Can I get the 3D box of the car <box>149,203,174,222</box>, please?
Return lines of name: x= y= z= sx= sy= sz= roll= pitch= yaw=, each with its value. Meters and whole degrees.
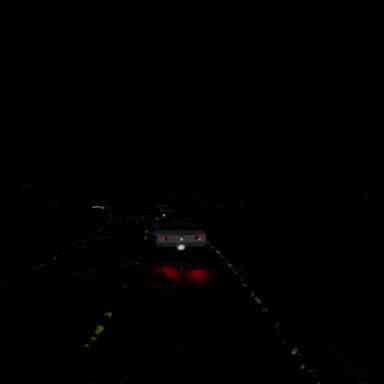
car: x=-2.765 y=1.755 z=29.641 sx=1.882 sy=1.535 sz=5.008 roll=0 pitch=0 yaw=-11

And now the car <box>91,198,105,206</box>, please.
car: x=-19.408 y=1.990 z=68.431 sx=2.097 sy=1.767 sz=4.553 roll=0 pitch=-1 yaw=-27

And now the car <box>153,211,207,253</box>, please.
car: x=-0.582 y=1.735 z=14.281 sx=1.895 sy=1.301 sz=4.718 roll=0 pitch=0 yaw=-5
